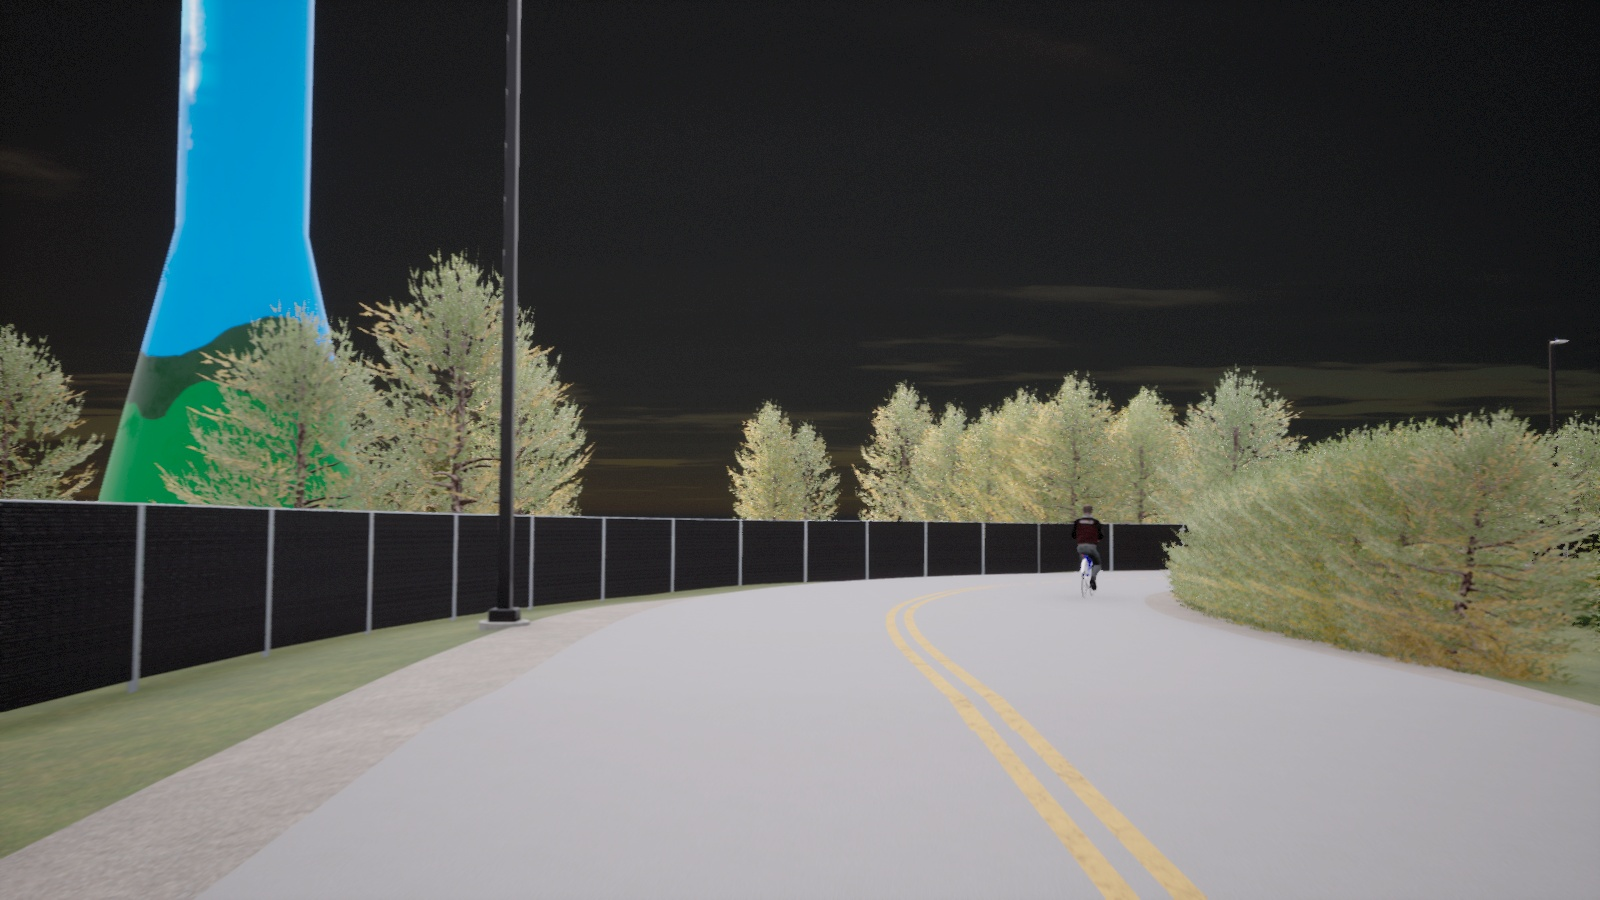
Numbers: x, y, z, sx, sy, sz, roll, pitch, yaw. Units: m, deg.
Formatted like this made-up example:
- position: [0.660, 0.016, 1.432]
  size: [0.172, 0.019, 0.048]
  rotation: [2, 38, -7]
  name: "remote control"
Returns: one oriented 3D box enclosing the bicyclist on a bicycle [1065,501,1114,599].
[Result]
- position: [5.538, 1.883, 23.930]
  size: [0.659, 1.776, 1.843]
  rotation: [-1, -4, 21]
  name: "bicyclist on a bicycle"
